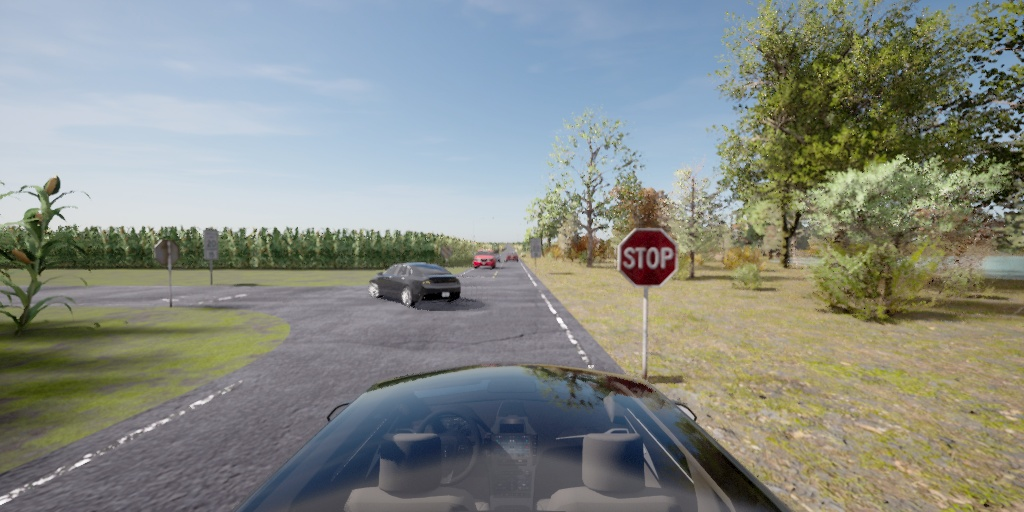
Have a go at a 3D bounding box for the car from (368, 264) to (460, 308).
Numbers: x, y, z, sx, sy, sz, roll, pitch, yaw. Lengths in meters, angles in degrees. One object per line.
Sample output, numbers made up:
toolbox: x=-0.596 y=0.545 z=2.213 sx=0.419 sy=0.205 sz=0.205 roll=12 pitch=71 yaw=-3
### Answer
car: x=-3.950 y=1.036 z=14.124 sx=1.837 sy=1.490 sz=4.892 roll=2 pitch=0 yaw=-43

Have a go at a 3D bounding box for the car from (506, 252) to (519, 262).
car: x=0.040 y=0.045 z=61.031 sx=2.097 sy=1.767 sz=4.553 roll=0 pitch=1 yaw=0

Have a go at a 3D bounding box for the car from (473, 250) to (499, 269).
car: x=-2.851 y=0.327 z=38.628 sx=2.150 sy=2.045 sz=5.566 roll=0 pitch=1 yaw=0
